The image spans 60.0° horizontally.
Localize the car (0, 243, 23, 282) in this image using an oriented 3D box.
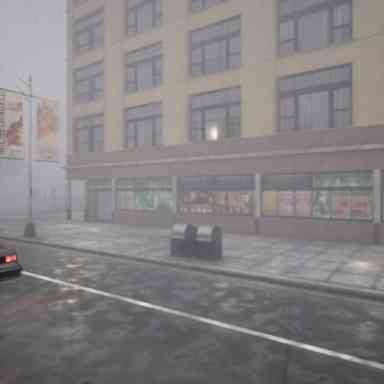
[{"bbox_3d":[-6.419,1.538,8.406,5.357,1.411,2.033,0,0,35],"label":"car"}]
